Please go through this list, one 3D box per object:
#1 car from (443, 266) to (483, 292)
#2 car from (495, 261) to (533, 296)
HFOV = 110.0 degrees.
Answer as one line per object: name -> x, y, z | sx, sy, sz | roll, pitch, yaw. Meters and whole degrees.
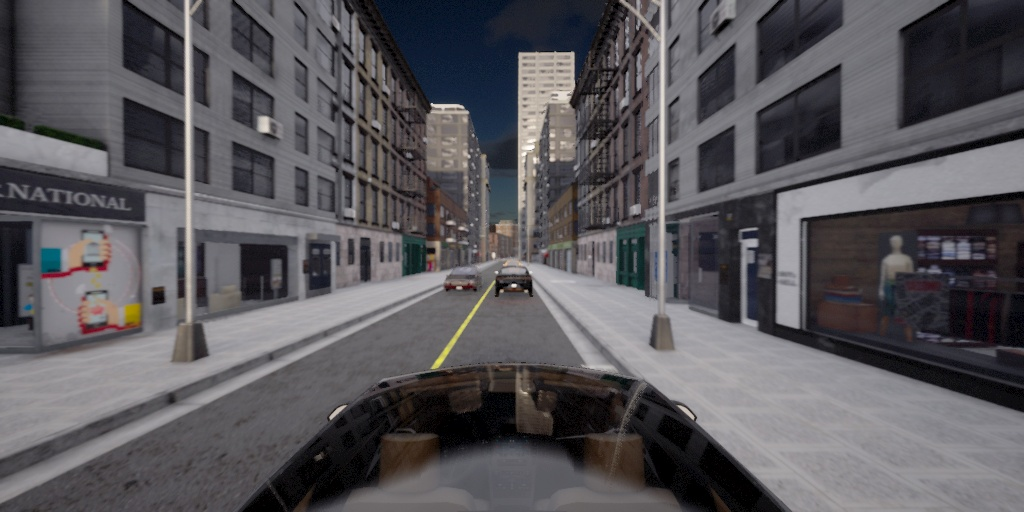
car -> -2.754, 1.300, 21.392 | 2.033, 1.411, 5.357 | 0, 0, 0
car -> 0.095, 1.229, 19.203 | 1.882, 1.535, 5.008 | 0, 0, 0
